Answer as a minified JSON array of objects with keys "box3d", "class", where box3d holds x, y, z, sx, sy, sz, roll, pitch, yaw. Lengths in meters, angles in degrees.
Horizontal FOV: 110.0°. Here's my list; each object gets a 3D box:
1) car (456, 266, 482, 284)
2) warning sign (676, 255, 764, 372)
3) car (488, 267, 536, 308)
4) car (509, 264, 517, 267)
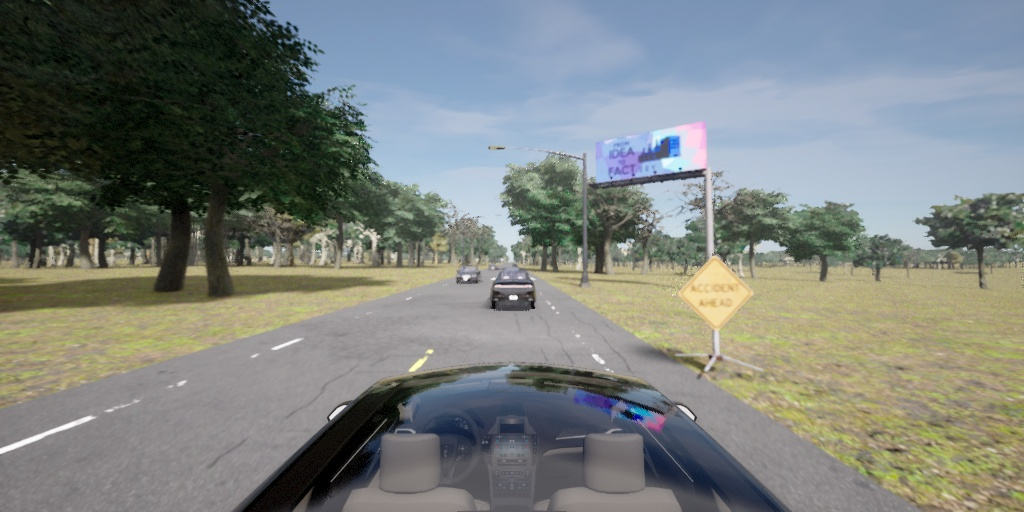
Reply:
[{"box3d":[-3.673,1.595,31.022,2.128,1.511,4.902,0,-1,0],"class":"car"},{"box3d":[3.534,0.921,6.204,1.300,1.860,1.060,0,0,0],"class":"warning sign"},{"box3d":[0.053,1.409,16.172,2.128,1.511,4.902,0,-1,0],"class":"car"},{"box3d":[0.018,1.702,34.306,2.033,1.411,5.357,0,-1,0],"class":"car"}]
